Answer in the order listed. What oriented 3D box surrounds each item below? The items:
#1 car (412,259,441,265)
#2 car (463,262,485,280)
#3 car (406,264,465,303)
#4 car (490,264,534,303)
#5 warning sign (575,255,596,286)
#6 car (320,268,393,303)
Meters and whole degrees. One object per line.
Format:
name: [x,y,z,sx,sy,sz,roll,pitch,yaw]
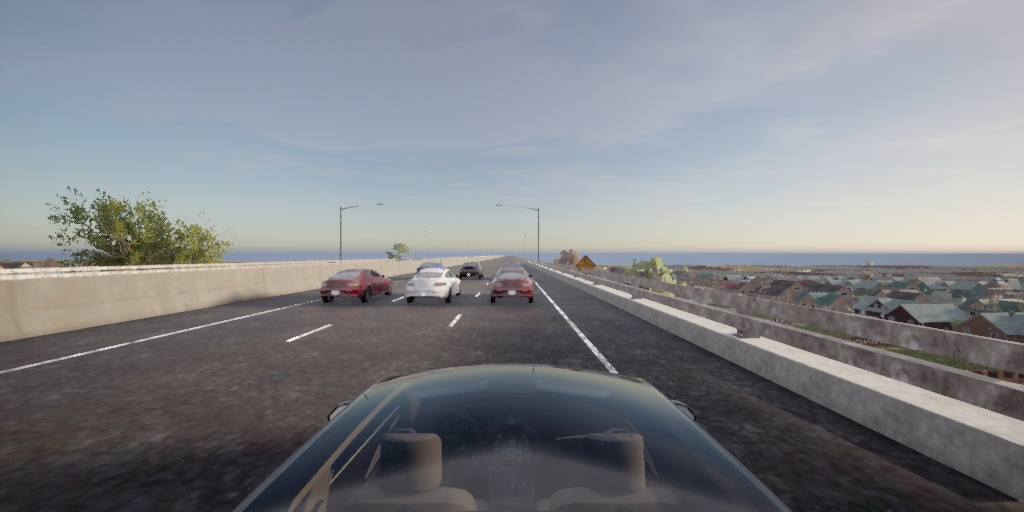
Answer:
car: [-7.000,1.225,31.501,1.882,1.535,5.008,0,0,0]
car: [-3.500,1.256,31.501,1.837,1.490,4.892,0,0,0]
car: [-3.500,1.280,16.500,1.812,1.442,4.674,0,0,0]
car: [0.000,1.280,16.500,1.812,1.442,4.674,0,0,0]
warning sign: [4.550,0.859,22.249,1.300,1.860,1.060,0,0,0]
car: [-7.000,1.280,16.500,1.812,1.442,4.674,0,0,0]
